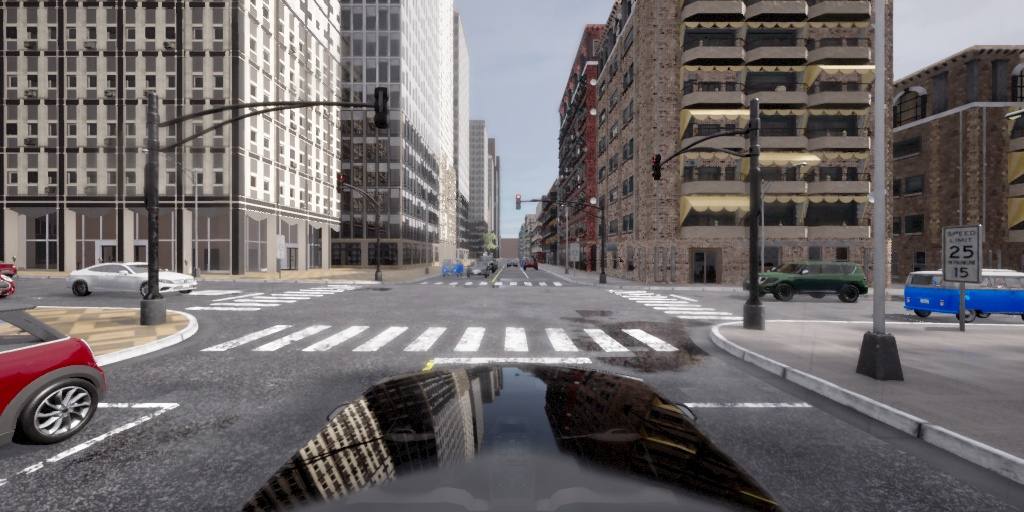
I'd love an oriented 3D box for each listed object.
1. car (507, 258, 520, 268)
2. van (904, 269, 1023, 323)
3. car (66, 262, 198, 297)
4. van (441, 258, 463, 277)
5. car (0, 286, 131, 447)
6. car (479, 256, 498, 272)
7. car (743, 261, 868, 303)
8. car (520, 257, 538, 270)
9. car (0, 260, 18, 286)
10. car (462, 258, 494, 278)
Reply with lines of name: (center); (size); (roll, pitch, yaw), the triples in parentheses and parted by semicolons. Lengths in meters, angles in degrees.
car: (0.052, 1.373, 63.688); (1.895, 1.301, 4.718); (0, 0, 0)
van: (16.904, 1.453, 13.083); (3.998, 1.789, 1.690); (0, 0, 0)
car: (-16.551, 0.989, 15.686); (4.674, 1.442, 1.812); (1, 0, 1)
van: (-5.715, 1.097, 34.823); (1.690, 1.789, 3.998); (0, 0, 0)
car: (-5.691, 1.190, 2.349); (1.967, 1.591, 4.097); (0, 0, 0)
car: (-3.131, 0.982, 43.850); (2.150, 2.045, 5.566); (0, 0, 0)
car: (15.446, 1.297, 19.004); (5.566, 2.045, 2.150); (1, 0, 0)
car: (2.652, 1.079, 51.483); (2.192, 1.841, 5.009); (0, 0, 0)
car: (-21.156, 0.818, 13.104); (4.097, 1.591, 1.967); (0, 0, 0)
car: (-3.126, 1.247, 33.957); (2.128, 1.511, 4.902); (0, 0, 0)
